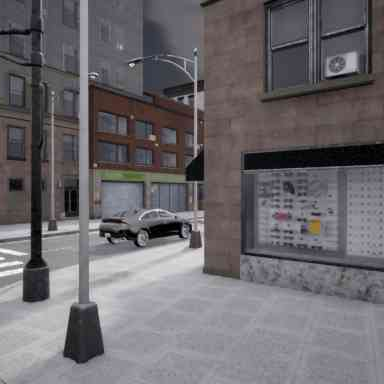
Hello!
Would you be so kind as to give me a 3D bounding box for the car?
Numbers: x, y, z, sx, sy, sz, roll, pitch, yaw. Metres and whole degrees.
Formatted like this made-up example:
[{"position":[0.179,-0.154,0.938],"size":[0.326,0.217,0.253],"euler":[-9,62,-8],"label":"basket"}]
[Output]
[{"position":[-1.886,1.459,14.956],"size":[2.128,1.511,4.902],"euler":[0,0,35],"label":"car"}]
